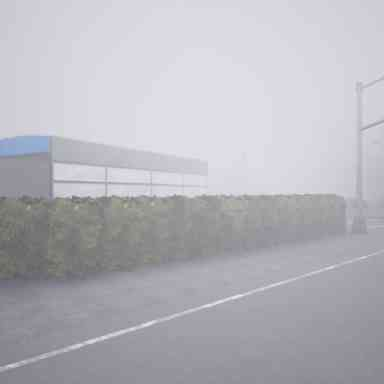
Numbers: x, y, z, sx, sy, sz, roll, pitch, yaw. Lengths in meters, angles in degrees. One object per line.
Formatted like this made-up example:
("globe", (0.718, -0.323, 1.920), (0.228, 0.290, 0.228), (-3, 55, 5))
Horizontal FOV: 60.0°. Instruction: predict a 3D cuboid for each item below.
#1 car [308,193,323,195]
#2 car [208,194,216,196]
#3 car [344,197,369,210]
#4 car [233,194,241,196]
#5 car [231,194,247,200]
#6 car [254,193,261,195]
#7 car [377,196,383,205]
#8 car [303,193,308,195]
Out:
("car", (27.179, 1.097, 70.648), (4.605, 1.855, 1.932), (0, 0, -41))
("car", (4.546, 1.298, 85.242), (4.514, 1.523, 2.007), (0, 0, -41))
("car", (19.290, 1.340, 39.529), (4.514, 1.523, 2.007), (0, 0, -41))
("car", (8.946, 1.298, 63.519), (4.514, 1.523, 2.007), (0, 0, -41))
("car", (12.288, 1.232, 87.019), (3.806, 1.475, 1.970), (0, 0, -41))
("car", (16.693, 1.154, 82.340), (5.027, 1.636, 2.152), (0, 0, -41))
("car", (31.531, 1.384, 53.866), (3.806, 1.475, 1.970), (0, 0, -41))
("car", (24.982, 1.077, 72.595), (3.866, 1.878, 1.905), (0, 0, -41))
